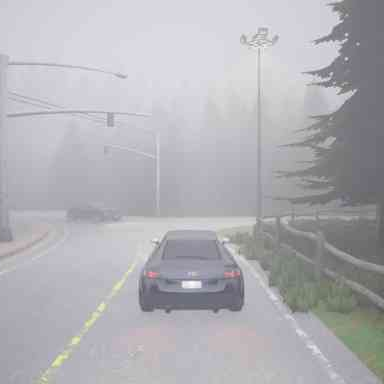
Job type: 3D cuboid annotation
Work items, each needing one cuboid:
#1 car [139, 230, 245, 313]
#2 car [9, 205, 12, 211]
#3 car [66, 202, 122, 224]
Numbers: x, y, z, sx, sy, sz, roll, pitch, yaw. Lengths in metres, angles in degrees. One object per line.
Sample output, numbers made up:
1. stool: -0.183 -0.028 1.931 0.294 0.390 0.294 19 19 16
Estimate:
1. car: -0.028 1.564 7.734 1.994 1.385 4.181 0 0 -1
2. car: -21.402 1.601 35.045 4.718 1.301 1.895 0 0 20
3. car: -7.425 1.510 25.078 4.892 1.490 1.837 0 0 33
